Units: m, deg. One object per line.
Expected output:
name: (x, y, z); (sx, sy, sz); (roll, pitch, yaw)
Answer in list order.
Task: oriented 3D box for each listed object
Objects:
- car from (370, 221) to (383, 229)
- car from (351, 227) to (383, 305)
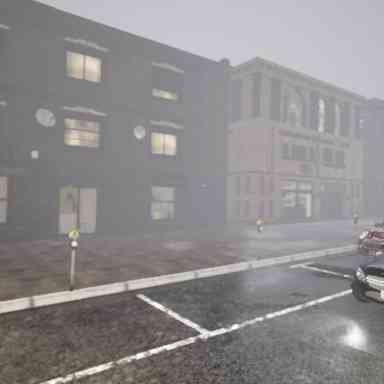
car: (7.845, 1.544, 12.132); (4.097, 1.590, 1.967); (1, 1, -35)
car: (5.370, 1.592, 7.204); (4.674, 1.442, 1.812); (1, 0, -35)
